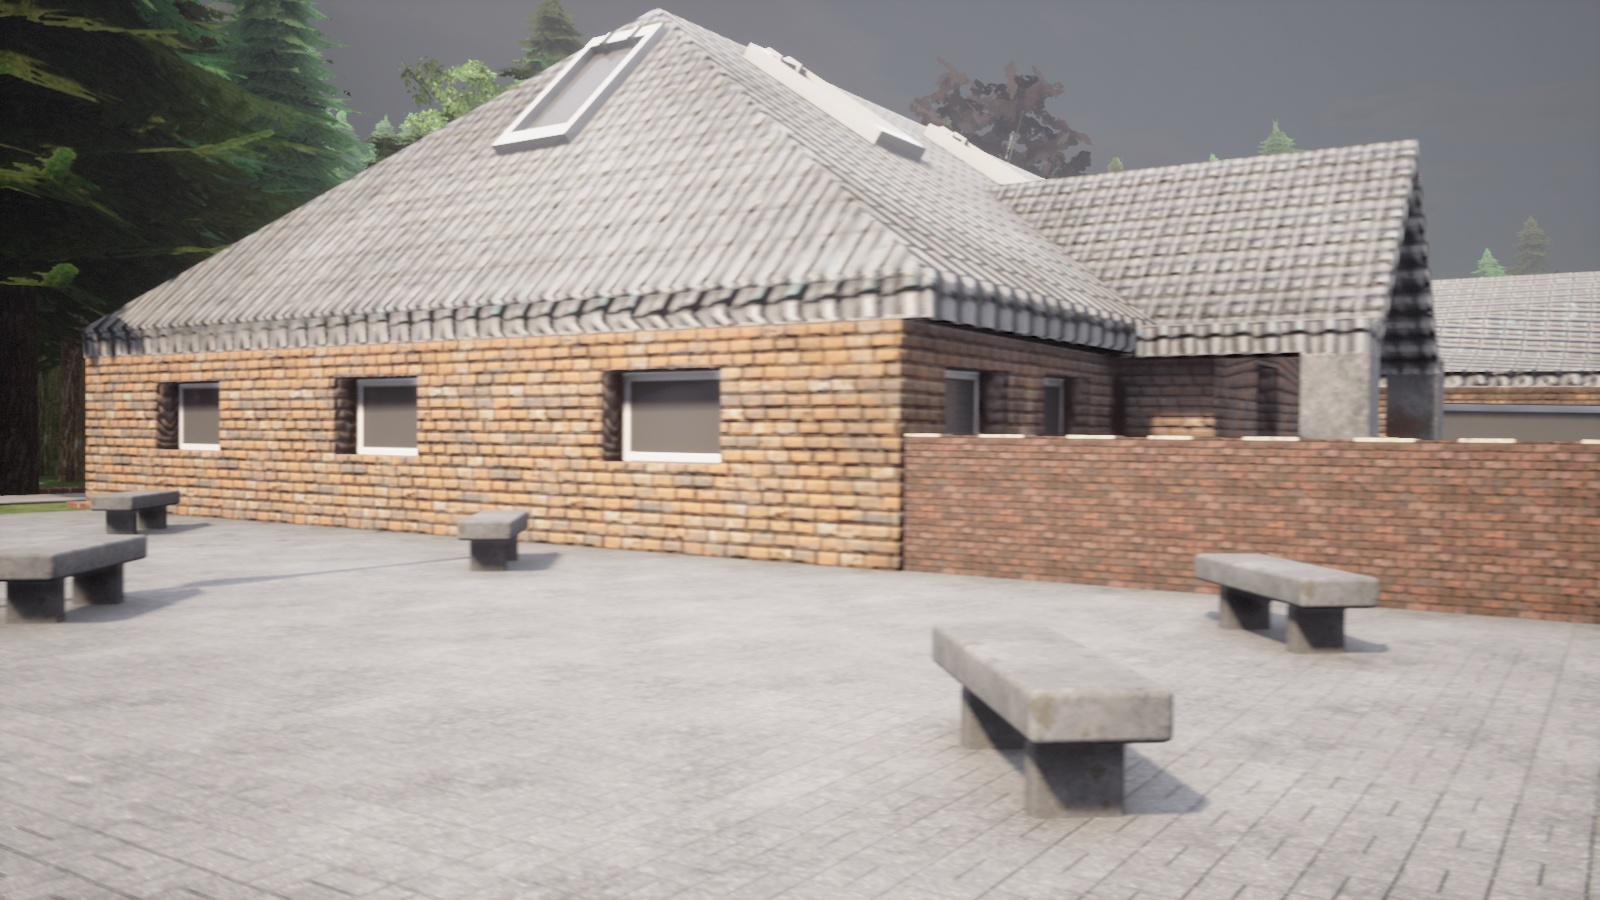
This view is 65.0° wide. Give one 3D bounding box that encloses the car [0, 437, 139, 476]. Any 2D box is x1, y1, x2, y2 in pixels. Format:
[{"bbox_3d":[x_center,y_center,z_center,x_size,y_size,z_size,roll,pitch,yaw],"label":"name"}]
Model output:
[{"bbox_3d":[-31.299,0.258,53.782,1.882,1.535,5.008,0,1,33],"label":"car"}]
